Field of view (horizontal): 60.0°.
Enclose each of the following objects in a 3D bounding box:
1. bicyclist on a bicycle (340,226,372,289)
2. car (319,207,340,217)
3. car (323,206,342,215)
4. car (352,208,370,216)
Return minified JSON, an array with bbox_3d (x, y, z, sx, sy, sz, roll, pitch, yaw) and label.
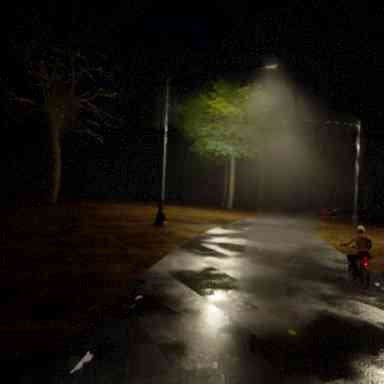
[{"bbox_3d":[4.593,1.727,9.174,0.866,1.612,1.509,2,-1,8],"label":"bicyclist on a bicycle"},{"bbox_3d":[21.209,3.172,51.805,1.994,1.385,4.181,3,-1,36],"label":"car"},{"bbox_3d":[26.933,3.568,63.723,1.812,1.442,4.674,3,-1,41],"label":"car"},{"bbox_3d":[33.647,3.975,66.054,4.892,1.490,1.837,4,0,-40],"label":"car"}]
